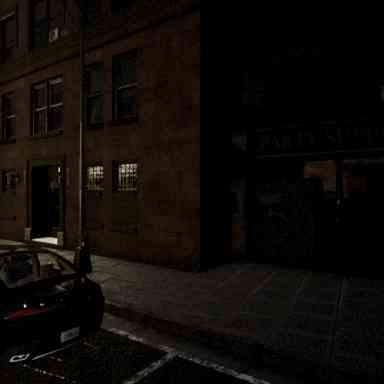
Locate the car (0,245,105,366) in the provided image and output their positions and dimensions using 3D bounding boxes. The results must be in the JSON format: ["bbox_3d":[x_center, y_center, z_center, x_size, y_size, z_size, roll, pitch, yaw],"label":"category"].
[{"bbox_3d":[-3.298,1.551,5.448,4.403,1.369,2.008,0,0,36],"label":"car"}]
